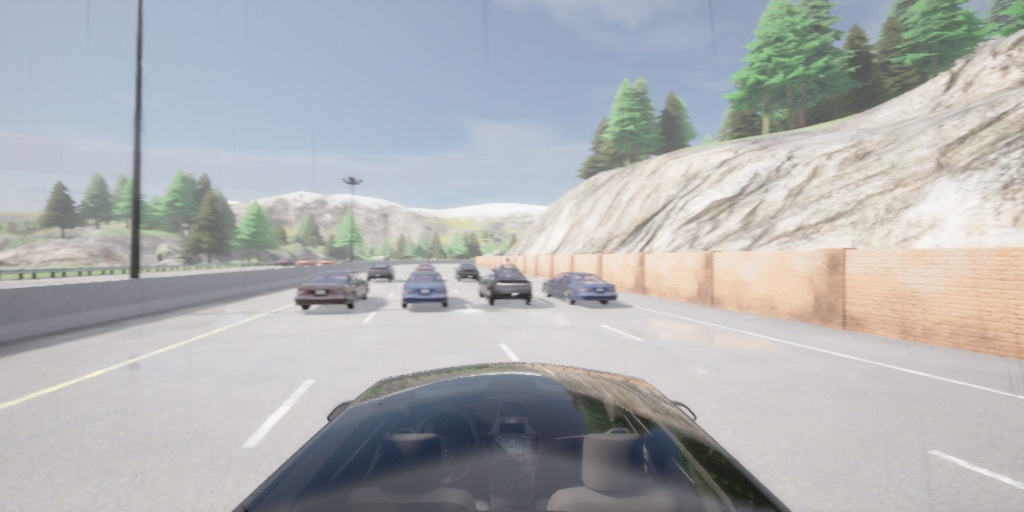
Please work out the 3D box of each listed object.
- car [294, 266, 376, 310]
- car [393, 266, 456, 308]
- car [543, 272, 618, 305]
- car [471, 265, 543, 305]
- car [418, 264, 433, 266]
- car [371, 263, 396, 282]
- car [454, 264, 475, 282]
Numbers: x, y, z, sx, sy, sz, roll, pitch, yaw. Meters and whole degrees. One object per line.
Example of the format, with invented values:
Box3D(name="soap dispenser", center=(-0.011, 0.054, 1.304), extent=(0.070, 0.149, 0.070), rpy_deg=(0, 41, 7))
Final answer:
Box3D(name="car", center=(-7.174, 1.300, 14.778), extent=(2.033, 1.411, 5.357), rpy_deg=(1, 0, -13))
Box3D(name="car", center=(-3.771, 1.351, 15.595), extent=(2.033, 1.411, 5.357), rpy_deg=(1, 0, -13))
Box3D(name="car", center=(3.035, 1.451, 17.227), extent=(2.033, 1.411, 5.357), rpy_deg=(1, 0, -13))
Box3D(name="car", center=(-0.436, 1.348, 16.710), extent=(2.128, 1.511, 4.902), rpy_deg=(1, 0, -13))
Box3D(name="car", center=(-7.355, 1.393, 30.552), extent=(1.812, 1.442, 4.674), rpy_deg=(1, 0, -13))
Box3D(name="car", center=(-10.741, 1.309, 29.658), extent=(2.128, 1.511, 4.902), rpy_deg=(1, 0, -13))
Box3D(name="car", center=(-3.940, 1.425, 31.311), extent=(1.837, 1.490, 4.892), rpy_deg=(1, 0, -13))
